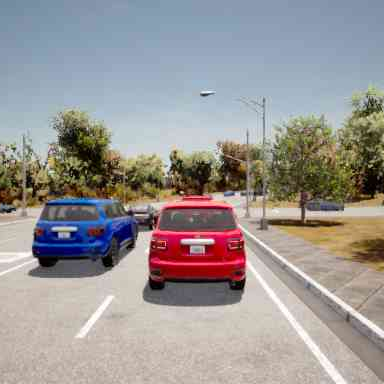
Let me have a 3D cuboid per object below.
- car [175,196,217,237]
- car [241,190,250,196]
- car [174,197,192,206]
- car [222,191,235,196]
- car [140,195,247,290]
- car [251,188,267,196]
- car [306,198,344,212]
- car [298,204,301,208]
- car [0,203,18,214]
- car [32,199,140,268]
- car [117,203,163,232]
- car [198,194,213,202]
[{"bbox_3d":[0.281,1.260,19.603,2.150,2.045,5.566,0,0,1],"label":"car"},{"bbox_3d":[14.251,0.262,86.364,2.128,1.511,4.902,0,3,33],"label":"car"},{"bbox_3d":[-1.587,1.627,58.830,1.812,1.442,4.674,0,1,17],"label":"car"},{"bbox_3d":[9.385,0.440,84.994,1.882,1.535,5.008,0,3,28],"label":"car"},{"bbox_3d":[0.129,1.230,9.235,2.150,2.045,5.566,0,0,0],"label":"car"},{"bbox_3d":[17.566,-0.079,85.080,2.150,2.045,5.566,0,3,33],"label":"car"},{"bbox_3d":[15.741,1.613,39.418,4.181,1.385,1.994,-1,0,4],"label":"car"},{"bbox_3d":[16.263,1.561,42.894,4.892,1.490,1.837,-1,0,3],"label":"car"},{"bbox_3d":[-22.991,1.815,38.057,5.357,1.411,2.033,-1,0,3],"label":"car"},{"bbox_3d":[-3.354,1.235,11.483,2.150,2.045,5.566,0,0,1],"label":"car"},{"bbox_3d":[-3.168,1.536,21.367,2.128,1.511,4.902,0,0,1],"label":"car"},{"bbox_3d":[2.982,1.282,71.962,1.994,1.385,4.181,0,2,21],"label":"car"}]
